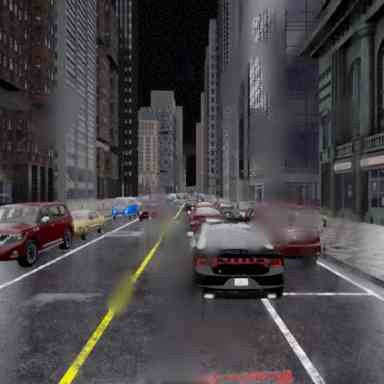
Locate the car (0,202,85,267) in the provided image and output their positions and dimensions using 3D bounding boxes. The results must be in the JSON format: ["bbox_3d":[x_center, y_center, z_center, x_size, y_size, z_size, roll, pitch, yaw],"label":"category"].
[{"bbox_3d":[-5.751,1.314,11.584,2.192,1.841,5.009,0,0,0],"label":"car"}]

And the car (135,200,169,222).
[{"bbox_3d":[-3.064,1.604,26.668,1.895,1.301,4.718,0,0,0],"label":"car"}]

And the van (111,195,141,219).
[{"bbox_3d":[-5.728,1.345,28.506,1.690,1.788,3.998,0,0,0],"label":"van"}]

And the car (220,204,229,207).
[{"bbox_3d":[2.783,1.551,17.219,2.008,1.369,4.403,0,0,0],"label":"car"}]

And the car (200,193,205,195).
[{"bbox_3d":[2.861,1.580,73.624,1.887,1.381,4.507,0,0,0],"label":"car"}]

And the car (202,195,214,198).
[{"bbox_3d":[2.821,1.455,45.421,1.967,1.590,4.097,0,0,0],"label":"car"}]

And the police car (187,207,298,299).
[{"bbox_3d":[0.897,1.425,8.600,1.930,1.638,5.238,0,0,0],"label":"police car"}]

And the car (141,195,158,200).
[{"bbox_3d":[-5.712,1.325,39.787,2.192,1.841,5.009,0,0,0],"label":"car"}]

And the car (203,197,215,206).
[{"bbox_3d":[2.837,1.589,56.702,1.947,1.339,4.313,0,0,0],"label":"car"}]

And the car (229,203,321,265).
[{"bbox_3d":[2.774,1.315,11.579,2.192,1.841,5.009,0,0,0],"label":"car"}]

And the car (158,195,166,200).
[{"bbox_3d":[-5.697,1.334,51.069,2.192,1.841,5.009,0,0,0],"label":"car"}]

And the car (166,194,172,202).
[{"bbox_3d":[-5.672,1.597,67.991,1.947,1.339,4.313,0,0,0],"label":"car"}]

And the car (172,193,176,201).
[{"bbox_3d":[-5.657,1.590,79.272,2.008,1.369,4.403,0,0,0],"label":"car"}]

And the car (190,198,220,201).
[{"bbox_3d":[0.933,1.458,24.679,1.801,1.575,5.366,0,0,0],"label":"car"}]

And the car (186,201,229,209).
[{"bbox_3d":[0.803,1.479,18.462,1.882,1.535,5.008,0,0,-2],"label":"car"}]

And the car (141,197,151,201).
[{"bbox_3d":[-5.719,1.558,34.146,2.008,1.369,4.403,0,0,0],"label":"car"}]

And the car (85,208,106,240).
[{"bbox_3d":[-5.743,1.526,17.054,1.752,1.417,4.829,0,0,0],"label":"car"}]

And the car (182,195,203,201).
[{"bbox_3d":[0.087,1.506,45.591,2.128,1.511,4.902,0,0,1],"label":"car"}]
